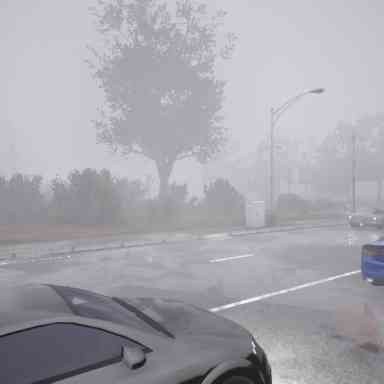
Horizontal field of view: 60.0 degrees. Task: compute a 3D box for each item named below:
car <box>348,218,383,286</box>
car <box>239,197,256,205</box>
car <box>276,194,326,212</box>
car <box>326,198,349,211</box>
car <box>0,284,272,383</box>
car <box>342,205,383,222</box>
[{"bbox_3d":[6.126,1.478,8.155,5.008,1.535,1.882,0,0,-36],"label":"car"},{"bbox_3d":[8.245,1.484,52.760,1.837,1.490,4.892,0,0,-33],"label":"car"},{"bbox_3d":[12.574,1.222,39.591,2.150,2.045,5.566,0,0,-31],"label":"car"},{"bbox_3d":[16.443,1.491,40.001,2.128,1.511,4.902,0,0,-33],"label":"car"},{"bbox_3d":[-1.251,1.564,2.856,4.181,1.385,1.994,0,0,-36],"label":"car"},{"bbox_3d":[11.772,1.601,20.721,4.718,1.301,1.895,0,0,-34],"label":"car"}]
